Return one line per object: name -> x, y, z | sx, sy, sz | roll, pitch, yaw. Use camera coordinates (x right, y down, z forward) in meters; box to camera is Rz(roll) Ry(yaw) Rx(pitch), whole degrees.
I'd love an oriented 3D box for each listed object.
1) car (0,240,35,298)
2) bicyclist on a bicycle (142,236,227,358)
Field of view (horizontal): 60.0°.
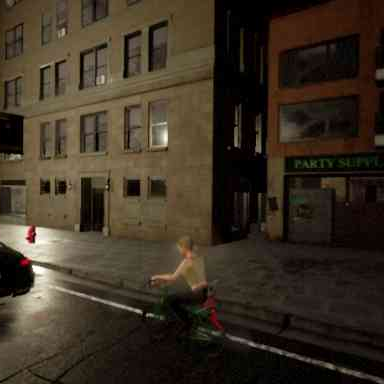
car -> -5.368, 1.557, 7.417 | 4.181, 1.385, 1.994 | 0, 0, 36
bicyclist on a bicycle -> -0.158, 1.434, 4.769 | 1.509, 1.612, 0.866 | 0, 0, 35
